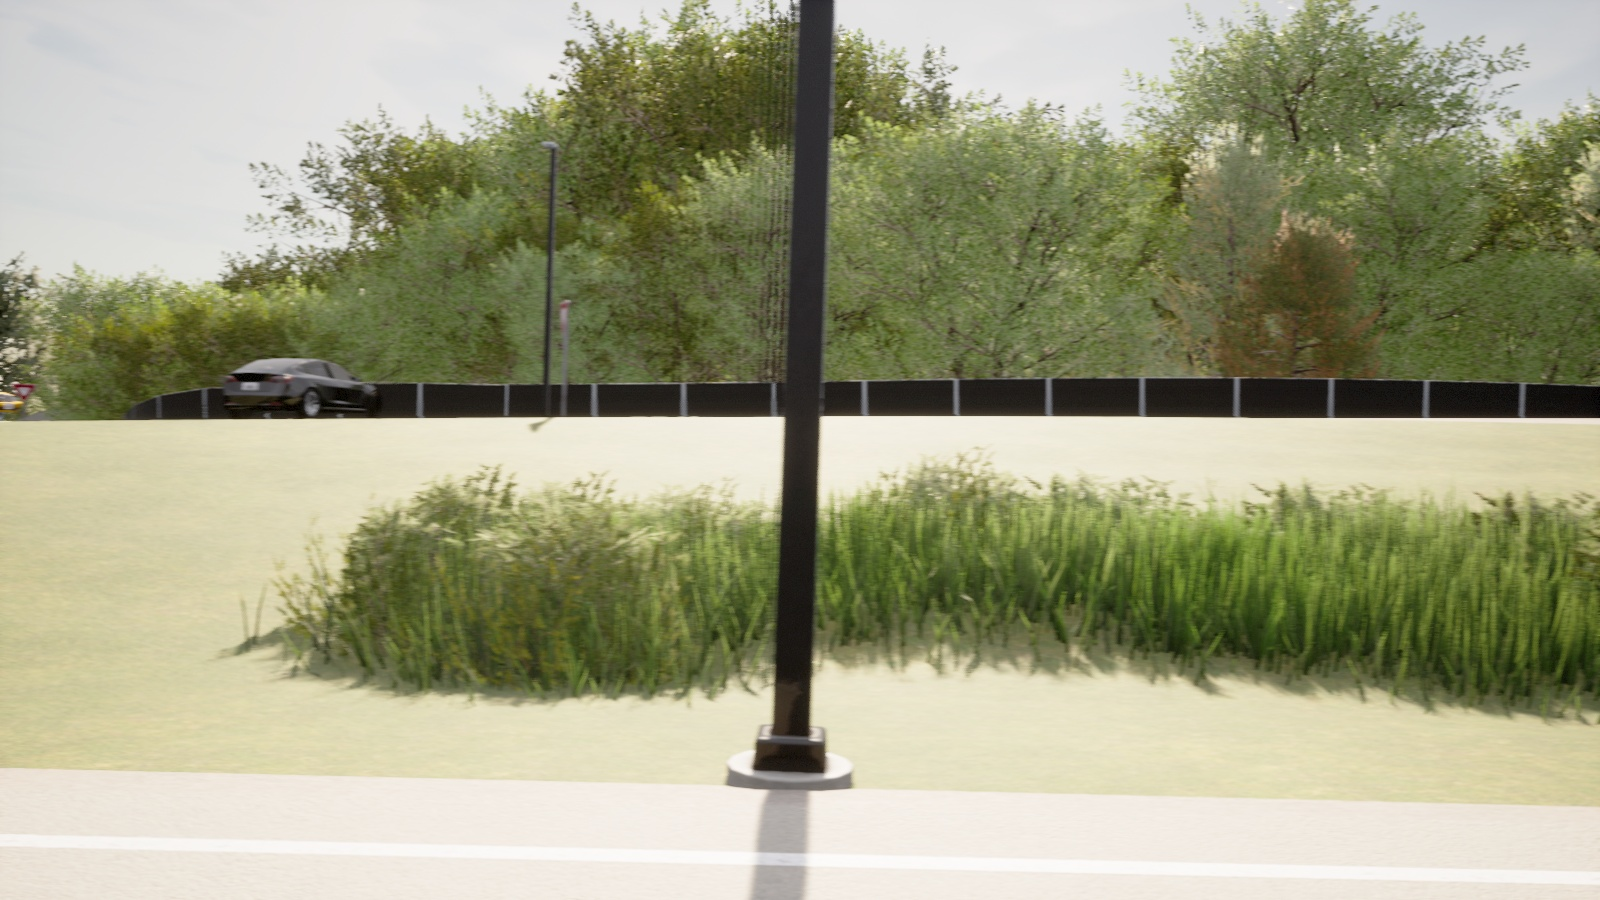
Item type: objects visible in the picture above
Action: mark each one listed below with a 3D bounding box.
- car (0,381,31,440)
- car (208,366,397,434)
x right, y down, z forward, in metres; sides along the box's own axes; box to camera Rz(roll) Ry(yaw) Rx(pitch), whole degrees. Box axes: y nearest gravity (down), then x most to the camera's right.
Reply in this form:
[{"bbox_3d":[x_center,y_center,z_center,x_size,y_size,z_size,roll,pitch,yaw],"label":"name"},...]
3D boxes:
[{"bbox_3d":[-24.149,-0.974,34.104,5.366,1.575,1.801,-2,1,1],"label":"car"},{"bbox_3d":[-11.955,-1.197,30.606,2.163,1.488,4.792,0,2,8],"label":"car"}]
